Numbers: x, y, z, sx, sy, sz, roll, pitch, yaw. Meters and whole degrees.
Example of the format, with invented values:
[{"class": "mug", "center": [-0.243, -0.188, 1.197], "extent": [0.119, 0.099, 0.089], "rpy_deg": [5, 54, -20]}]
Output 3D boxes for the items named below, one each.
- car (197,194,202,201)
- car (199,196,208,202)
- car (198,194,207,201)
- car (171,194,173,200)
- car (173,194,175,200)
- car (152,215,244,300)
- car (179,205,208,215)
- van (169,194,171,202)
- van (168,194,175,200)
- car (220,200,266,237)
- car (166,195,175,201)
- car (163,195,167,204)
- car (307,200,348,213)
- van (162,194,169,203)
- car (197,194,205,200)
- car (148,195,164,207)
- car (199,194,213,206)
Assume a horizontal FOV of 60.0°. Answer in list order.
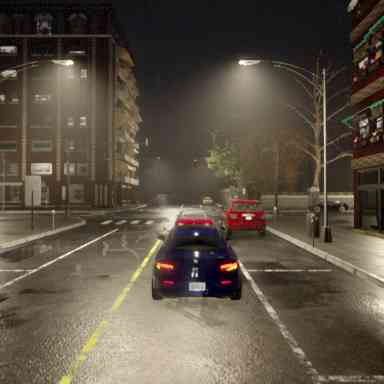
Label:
[{"class": "car", "center": [2.636, 1.601, 72.823], "extent": [2.008, 1.369, 4.403], "rpy_deg": [1, 0, 0]}, {"class": "car", "center": [2.631, 1.622, 78.362], "extent": [1.947, 1.339, 4.313], "rpy_deg": [1, 0, 0]}, {"class": "car", "center": [2.630, 1.377, 83.900], "extent": [2.192, 1.841, 5.009], "rpy_deg": [1, 0, 0]}, {"class": "car", "center": [-5.744, 1.632, 72.824], "extent": [1.802, 1.307, 4.206], "rpy_deg": [1, 0, 0]}, {"class": "car", "center": [-5.749, 1.606, 78.362], "extent": [2.008, 1.369, 4.403], "rpy_deg": [1, 0, 0]}, {"class": "car", "center": [0.094, 1.528, 8.246], "extent": [1.812, 1.442, 4.674], "rpy_deg": [0, 0, 0]}, {"class": "car", "center": [0.084, 1.608, 17.990], "extent": [1.895, 1.301, 4.718], "rpy_deg": [0, 0, 0]}, {"class": "van", "center": [-5.735, 1.385, 67.285], "extent": [1.690, 1.788, 3.998], "rpy_deg": [1, 0, 0]}, {"class": "van", "center": [-5.760, 1.417, 94.978], "extent": [1.690, 1.788, 3.998], "rpy_deg": [1, 0, 0]}, {"class": "car", "center": [2.691, 1.322, 18.179], "extent": [2.192, 1.841, 5.009], "rpy_deg": [1, 0, 0]}, {"class": "car", "center": [-5.759, 1.620, 89.439], "extent": [2.008, 1.369, 4.403], "rpy_deg": [1, 0, 0]}, {"class": "car", "center": [-5.729, 1.616, 56.207], "extent": [1.802, 1.307, 4.206], "rpy_deg": [1, 0, 0]}, {"class": "car", "center": [15.179, 1.607, 37.223], "extent": [4.313, 1.339, 1.947], "rpy_deg": [0, -1, 0]}, {"class": "van", "center": [-5.729, 1.380, 61.746], "extent": [1.690, 1.788, 3.998], "rpy_deg": [1, 0, 0]}, {"class": "car", "center": [2.620, 1.391, 94.975], "extent": [2.192, 1.841, 5.009], "rpy_deg": [1, 0, 0]}, {"class": "car", "center": [-5.723, 1.612, 50.670], "extent": [1.802, 1.307, 4.206], "rpy_deg": [1, 0, 0]}, {"class": "car", "center": [2.652, 1.560, 56.379], "extent": [1.752, 1.417, 4.829], "rpy_deg": [1, 0, 0]}]
